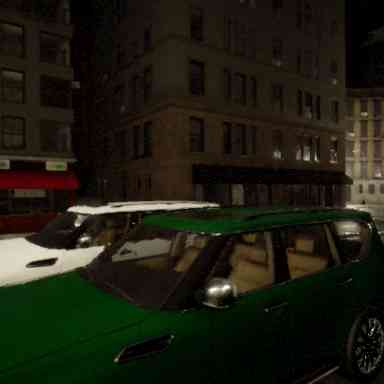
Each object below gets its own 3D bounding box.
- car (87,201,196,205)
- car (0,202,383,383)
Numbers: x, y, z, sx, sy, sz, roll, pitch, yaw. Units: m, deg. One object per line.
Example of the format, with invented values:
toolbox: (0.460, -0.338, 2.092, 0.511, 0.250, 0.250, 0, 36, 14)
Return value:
car: (-1.644, 1.222, 6.508, 5.566, 2.045, 2.150, 0, 0, -36)
car: (0.237, 1.222, 3.858, 5.566, 2.045, 2.150, 0, 0, -36)
